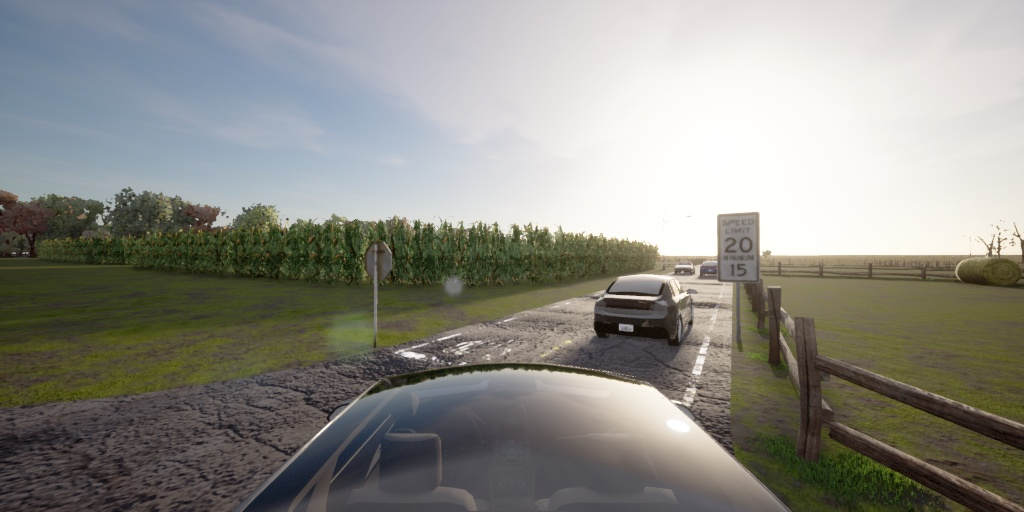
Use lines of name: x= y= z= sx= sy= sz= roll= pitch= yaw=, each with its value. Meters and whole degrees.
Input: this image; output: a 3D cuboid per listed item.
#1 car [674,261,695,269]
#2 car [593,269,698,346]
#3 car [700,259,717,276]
car: x=19.808 y=1.323 z=40.971 sx=2.033 sy=1.411 sz=5.357 roll=0 pitch=0 yaw=32
car: x=3.659 y=1.257 z=9.571 sx=1.837 sy=1.490 sz=4.892 roll=0 pitch=0 yaw=32
car: x=20.173 y=1.237 z=36.224 sx=1.882 sy=1.535 sz=5.008 roll=0 pitch=0 yaw=32
